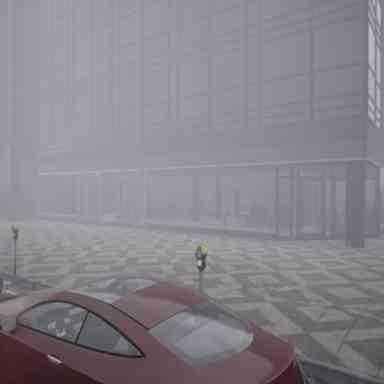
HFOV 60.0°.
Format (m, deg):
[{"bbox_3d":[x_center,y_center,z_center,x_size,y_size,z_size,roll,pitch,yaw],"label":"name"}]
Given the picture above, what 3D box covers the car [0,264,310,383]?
[{"bbox_3d":[-0.922,1.581,3.624,4.206,1.307,1.802,0,0,36],"label":"car"}]
